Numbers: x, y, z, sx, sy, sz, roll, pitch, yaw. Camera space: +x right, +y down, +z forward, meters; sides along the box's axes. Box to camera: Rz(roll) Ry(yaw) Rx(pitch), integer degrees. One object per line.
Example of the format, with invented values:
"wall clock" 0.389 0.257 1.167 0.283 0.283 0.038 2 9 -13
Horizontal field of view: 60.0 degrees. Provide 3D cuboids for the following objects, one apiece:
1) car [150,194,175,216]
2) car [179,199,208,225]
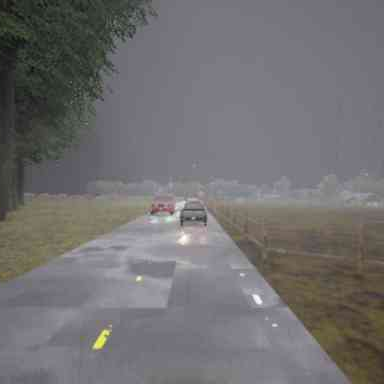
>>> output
"car" -2.825 1.198 33.201 2.150 2.045 5.566 0 0 0
"car" 0.106 1.490 23.942 2.128 1.511 4.902 0 0 0
